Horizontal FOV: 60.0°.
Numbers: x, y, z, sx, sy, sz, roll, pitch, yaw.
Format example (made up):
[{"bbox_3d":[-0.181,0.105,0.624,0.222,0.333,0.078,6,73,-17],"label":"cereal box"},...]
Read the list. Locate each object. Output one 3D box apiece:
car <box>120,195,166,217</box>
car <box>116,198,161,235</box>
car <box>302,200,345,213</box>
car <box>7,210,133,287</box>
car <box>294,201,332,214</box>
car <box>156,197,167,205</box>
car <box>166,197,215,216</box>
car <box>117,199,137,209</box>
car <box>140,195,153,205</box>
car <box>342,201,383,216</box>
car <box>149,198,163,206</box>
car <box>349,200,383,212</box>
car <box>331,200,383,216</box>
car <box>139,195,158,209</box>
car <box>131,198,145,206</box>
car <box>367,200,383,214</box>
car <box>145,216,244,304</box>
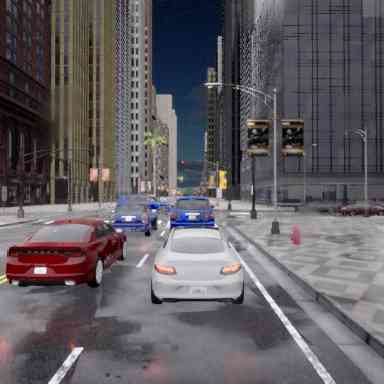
[{"bbox_3d":[-4.530,1.314,32.330,5.566,2.045,2.150,0,-1,-1],"label":"car"},{"bbox_3d":[-3.136,1.390,18.619,2.097,1.767,4.553,0,0,0],"label":"car"},{"bbox_3d":[15.213,1.660,38.635,4.313,1.339,1.947,0,0,-1],"label":"car"},{"bbox_3d":[-3.145,1.488,9.392,1.882,1.535,5.008,0,0,0],"label":"car"},{"bbox_3d":[13.224,1.633,35.852,4.181,1.385,1.994,0,-1,-1],"label":"car"},{"bbox_3d":[-6.448,1.898,70.588,1.812,1.442,4.674,0,0,0],"label":"car"},{"bbox_3d":[0.039,1.256,17.722,2.150,2.045,5.566,0,0,1],"label":"car"},{"bbox_3d":[-9.810,1.776,50.877,2.033,1.411,5.357,0,0,0],"label":"car"},{"bbox_3d":[-9.697,1.606,71.360,2.150,2.045,5.566,0,0,0],"label":"car"},{"bbox_3d":[17.874,1.563,32.721,5.357,1.411,2.033,0,-1,-1],"label":"car"},{"bbox_3d":[-6.525,1.802,60.630,1.837,1.490,4.892,0,0,1],"label":"car"},{"bbox_3d":[20.853,1.641,38.719,4.313,1.339,1.947,0,0,-1],"label":"car"},{"bbox_3d":[15.337,1.575,30.112,4.206,1.307,1.802,0,0,-1],"label":"car"},{"bbox_3d":[-6.561,1.450,50.918,2.150,2.045,5.566,0,0,0],"label":"car"},{"bbox_3d":[-9.774,1.824,60.786,1.812,1.442,4.674,0,0,1],"label":"car"},{"bbox_3d":[21.778,1.566,35.977,4.674,1.442,1.812,0,-1,-1],"label":"car"},{"bbox_3d":[0.105,1.534,8.020,1.812,1.442,4.674,0,0,0],"label":"car"}]
